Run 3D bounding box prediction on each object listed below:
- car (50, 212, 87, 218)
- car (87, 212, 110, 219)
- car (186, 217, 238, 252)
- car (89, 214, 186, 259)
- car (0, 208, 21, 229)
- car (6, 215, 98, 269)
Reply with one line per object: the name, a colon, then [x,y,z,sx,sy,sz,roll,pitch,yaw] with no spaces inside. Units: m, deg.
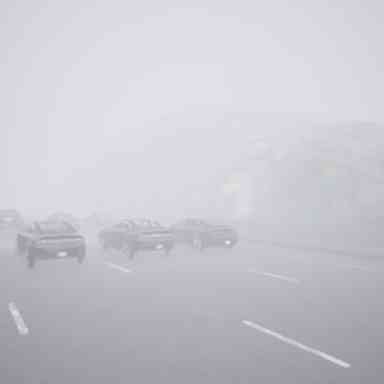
car: [-9.966,2.247,25.229,2.033,1.411,5.357,1,-2,-34]
car: [-7.966,2.407,28.516,1.895,1.301,4.718,1,-2,-34]
car: [0.214,2.008,16.715,1.837,1.490,4.892,1,-2,-34]
car: [-2.597,1.917,14.627,2.128,1.511,4.902,1,-2,-34]
car: [-14.012,2.022,24.974,2.097,1.767,4.553,1,-2,-34]
car: [-5.530,1.846,12.717,2.128,1.511,4.902,1,-2,-34]
